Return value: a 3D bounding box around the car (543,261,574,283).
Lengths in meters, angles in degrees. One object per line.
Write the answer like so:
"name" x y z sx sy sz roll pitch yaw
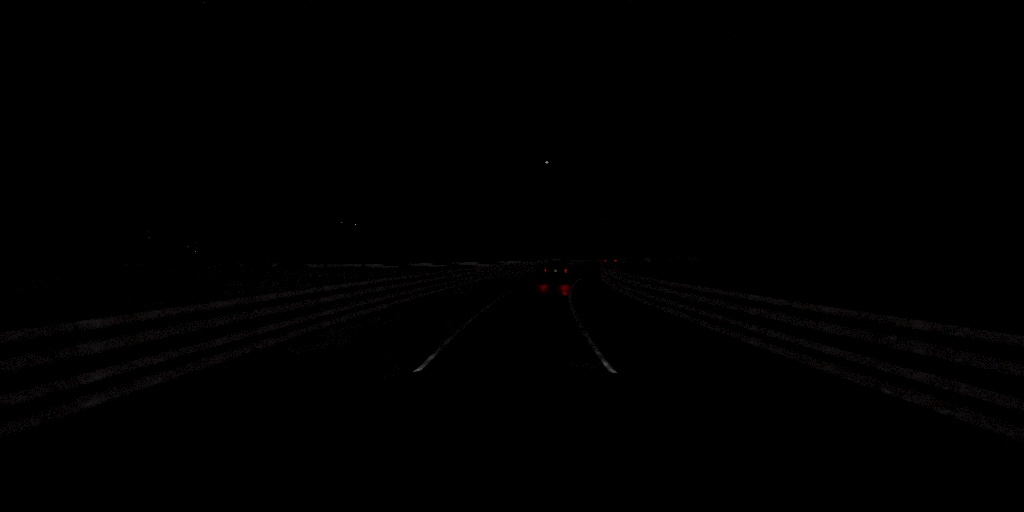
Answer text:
"car" 3.868 1.150 29.377 2.097 1.767 4.553 0 0 15

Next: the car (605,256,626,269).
"car" 16.772 0.949 58.242 2.150 2.045 5.566 0 1 34
